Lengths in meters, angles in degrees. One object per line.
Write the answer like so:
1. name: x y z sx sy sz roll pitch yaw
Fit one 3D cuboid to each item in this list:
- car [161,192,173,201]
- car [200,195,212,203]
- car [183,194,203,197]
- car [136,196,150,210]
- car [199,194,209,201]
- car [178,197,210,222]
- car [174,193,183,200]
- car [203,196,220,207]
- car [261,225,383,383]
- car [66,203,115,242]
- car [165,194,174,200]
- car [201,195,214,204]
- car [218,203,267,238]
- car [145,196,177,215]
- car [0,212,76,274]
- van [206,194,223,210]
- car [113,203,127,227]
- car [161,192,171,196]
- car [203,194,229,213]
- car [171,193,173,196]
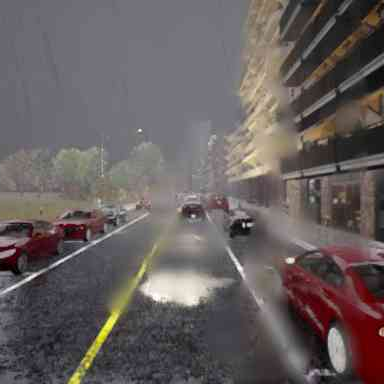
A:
1. car: -5.316 0.893 72.443 2.192 1.841 5.009 1 0 0
2. car: 2.564 1.201 61.881 1.947 1.339 4.313 1 0 0
3. car: 0.094 1.202 42.226 1.801 1.575 5.366 0 0 0
4. car: -5.311 1.208 38.521 1.967 1.590 4.097 1 0 0
5. car: 2.562 1.140 73.202 1.947 1.339 4.313 1 0 0
6. car: 0.097 1.355 24.869 1.837 1.490 4.892 0 1 0
7. car: -2.761 1.071 71.906 2.128 1.511 4.902 0 0 0
8. car: 2.566 1.297 44.898 1.947 1.339 4.313 1 0 0
9. car: 2.573 1.512 5.272 1.887 1.381 4.507 1 0 0
10. car: -5.309 1.447 15.906 1.887 1.381 4.507 1 0 0
11. car: -5.319 1.130 78.099 1.802 1.307 4.206 1 0 0
12. car: 2.565 1.212 56.220 1.887 1.381 4.507 1 0 0
13. car: 2.571 1.465 16.594 1.947 1.339 4.313 1 0 0
14. car: -2.854 1.355 31.721 2.033 1.411 5.357 0 0 0
15. car: -5.309 1.518 10.253 1.802 1.307 4.206 1 0 0
16. van: 2.570 1.105 39.236 1.690 1.788 3.998 1 0 0
17. car: -5.310 1.419 21.560 2.008 1.369 4.403 1 0 0
18. car: -5.316 1.165 60.967 1.752 1.417 4.829 1 0 0
19. car: 2.571 1.112 33.575 2.192 1.841 5.009 1 0 0
20. car: -5.317 1.159 66.791 2.008 1.369 4.403 1 0 0
